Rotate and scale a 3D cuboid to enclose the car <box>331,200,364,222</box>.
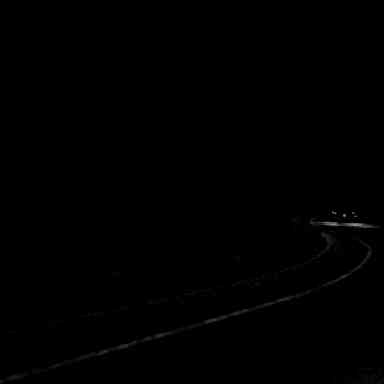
[{"bbox_3d":[11.772,1.367,25.129,1.837,1.490,4.892,-3,-1,31],"label":"car"}]
